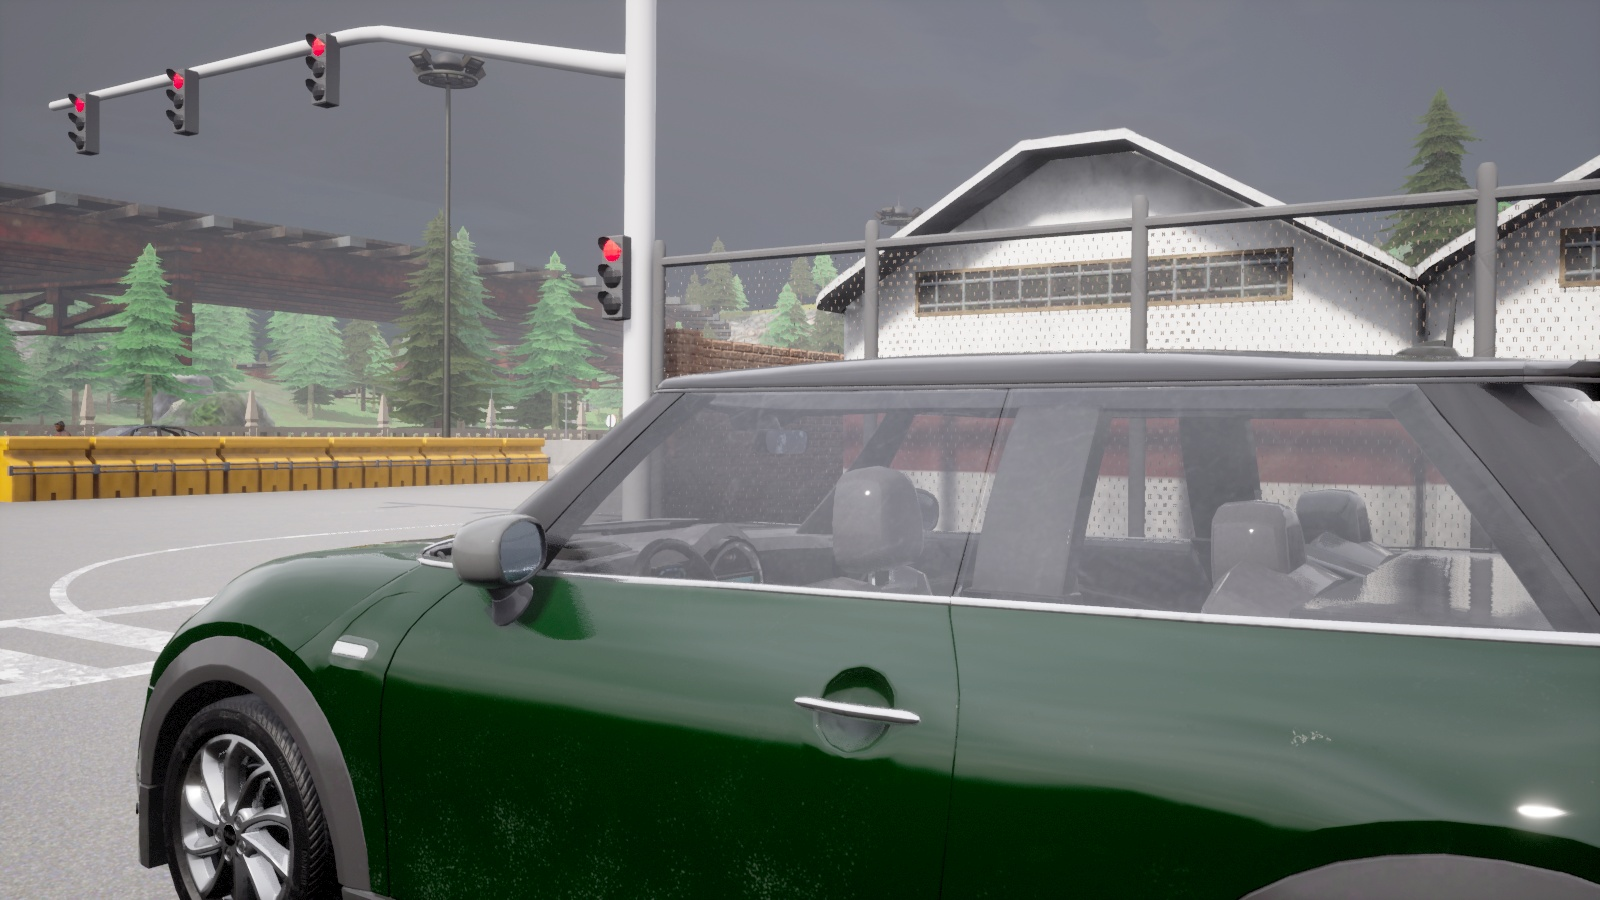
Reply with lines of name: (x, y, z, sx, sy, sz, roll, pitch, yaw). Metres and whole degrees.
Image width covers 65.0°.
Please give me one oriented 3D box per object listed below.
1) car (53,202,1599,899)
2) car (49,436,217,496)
car: (0.186, 0.540, 3.498, 4.553, 1.767, 2.097, 0, 1, 33)
car: (-18.487, 0.400, 34.944, 1.789, 1.549, 3.705, 0, 1, 32)
